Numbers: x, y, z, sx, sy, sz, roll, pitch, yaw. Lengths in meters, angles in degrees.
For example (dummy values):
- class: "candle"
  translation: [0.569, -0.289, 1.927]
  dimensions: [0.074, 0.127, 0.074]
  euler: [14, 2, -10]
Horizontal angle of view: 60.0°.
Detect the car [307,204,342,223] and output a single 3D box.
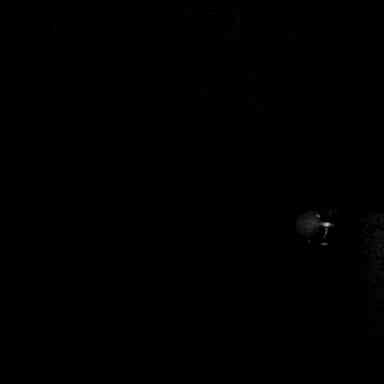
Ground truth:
- class: "car"
  translation: [10.897, 1.709, 27.223]
  dimensions: [1.994, 1.385, 4.181]
  euler: [0, 0, 36]
